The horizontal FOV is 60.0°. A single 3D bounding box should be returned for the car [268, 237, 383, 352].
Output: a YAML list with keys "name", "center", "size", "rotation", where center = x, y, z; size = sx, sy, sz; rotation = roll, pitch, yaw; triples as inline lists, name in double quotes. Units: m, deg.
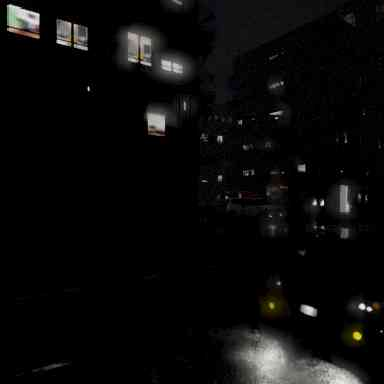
- name: "car"
  center: [3.336, 1.564, 6.078]
  size: [4.181, 1.385, 1.994]
  rotation: [0, 0, -36]

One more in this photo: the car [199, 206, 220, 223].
- name: "car"
  center: [1.738, 1.875, 28.655]
  size: [1.802, 1.307, 4.206]
  rotation: [-1, 0, -36]

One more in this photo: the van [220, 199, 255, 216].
- name: "van"
  center: [5.146, 1.676, 38.094]
  size: [1.690, 1.788, 3.998]
  rotation: [-1, 0, -36]

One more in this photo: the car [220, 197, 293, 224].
- name: "car"
  center: [5.298, 1.472, 28.146]
  size: [2.150, 2.045, 5.566]
  rotation: [0, -1, -36]

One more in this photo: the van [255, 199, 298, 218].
- name: "van"
  center: [8.469, 1.603, 33.584]
  size: [1.690, 1.788, 3.998]
  rotation: [-1, 0, -36]

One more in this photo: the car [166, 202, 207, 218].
- name: "car"
  center: [-0.646, 1.860, 36.215]
  size: [1.882, 1.535, 5.008]
  rotation: [0, -1, -36]
